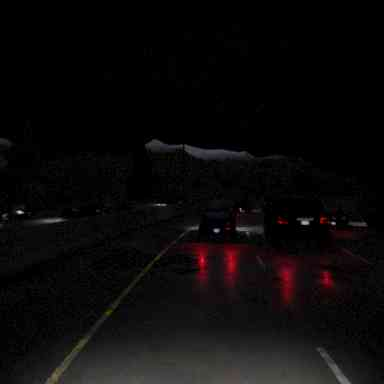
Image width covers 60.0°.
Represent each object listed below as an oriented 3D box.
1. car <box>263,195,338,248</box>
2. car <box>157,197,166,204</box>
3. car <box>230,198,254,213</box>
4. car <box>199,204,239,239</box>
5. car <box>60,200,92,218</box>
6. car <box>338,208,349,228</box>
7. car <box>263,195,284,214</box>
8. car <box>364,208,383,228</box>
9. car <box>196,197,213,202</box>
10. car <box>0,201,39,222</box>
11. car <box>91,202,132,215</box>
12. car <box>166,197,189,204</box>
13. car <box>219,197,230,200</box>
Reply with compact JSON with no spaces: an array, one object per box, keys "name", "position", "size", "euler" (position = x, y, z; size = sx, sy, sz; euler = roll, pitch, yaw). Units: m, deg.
[{"name":"car","position":[4.649,1.287,15.391],"size":[2.150,2.045,5.566],"euler":[0,0,7]},{"name":"car","position":[-5.575,1.782,68.061],"size":[1.994,1.385,4.181],"euler":[0,0,25]},{"name":"car","position":[6.057,1.658,39.189],"size":[1.837,1.490,4.892],"euler":[0,0,16]},{"name":"car","position":[1.412,1.592,17.553],"size":[1.812,1.442,4.674],"euler":[0,0,7]},{"name":"car","position":[-10.502,1.568,31.667],"size":[1.882,1.535,5.008],"euler":[0,0,12]},{"name":"car","position":[9.381,1.704,23.251],"size":[1.895,1.301,4.718],"euler":[0,0,10]},{"name":"car","position":[9.574,1.381,38.875],"size":[2.150,2.045,5.566],"euler":[0,0,17]},{"name":"car","position":[12.431,1.647,20.536],"size":[2.033,1.411,5.357],"euler":[0,0,9]},{"name":"car","position":[2.740,1.792,69.173],"size":[2.033,1.411,5.357],"euler":[0,0,27]},{"name":"car","position":[-14.952,1.613,27.426],"size":[2.033,1.411,5.357],"euler":[0,0,10]},{"name":"car","position":[-7.111,1.620,30.803],"size":[1.812,1.442,4.674],"euler":[0,0,12]},{"name":"car","position":[-2.480,1.775,66.408],"size":[2.033,1.411,5.357],"euler":[0,0,25]},{"name":"car","position":[7.013,1.782,69.791],"size":[2.128,1.511,4.902],"euler":[0,0,27]}]
